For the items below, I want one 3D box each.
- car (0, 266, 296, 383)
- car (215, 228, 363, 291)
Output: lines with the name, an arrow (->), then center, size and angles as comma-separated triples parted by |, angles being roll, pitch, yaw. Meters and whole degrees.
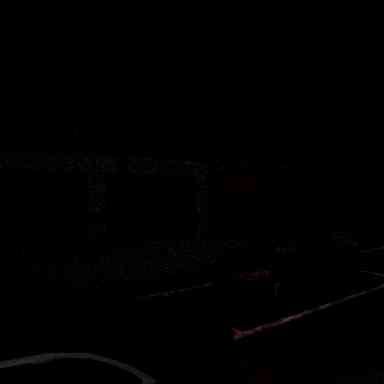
car -> -1.844, 1.496, 1.776 | 4.902, 1.511, 2.128 | 0, 0, -35
car -> 2.408, 1.538, 7.857 | 4.206, 1.307, 1.802 | 0, 0, -35
